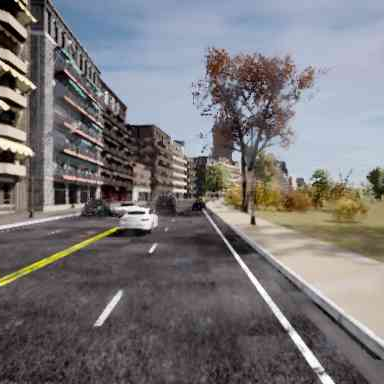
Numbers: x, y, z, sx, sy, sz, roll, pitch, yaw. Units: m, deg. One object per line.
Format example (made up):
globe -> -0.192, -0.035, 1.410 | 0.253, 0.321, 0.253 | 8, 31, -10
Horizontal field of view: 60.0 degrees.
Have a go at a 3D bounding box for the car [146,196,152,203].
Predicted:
car -> -9.117, 1.727, 76.479 | 2.097, 1.767, 4.553 | 0, 0, 3

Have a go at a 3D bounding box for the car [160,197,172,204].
car -> -5.873, 1.895, 76.266 | 2.128, 1.511, 4.902 | 0, 0, 3

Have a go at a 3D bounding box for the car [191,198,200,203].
car -> 0.956, 2.047, 81.821 | 1.895, 1.301, 4.718 | 0, -1, 4

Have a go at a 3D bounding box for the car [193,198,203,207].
car -> 1.092, 1.955, 63.135 | 1.812, 1.442, 4.674 | 0, 0, 1

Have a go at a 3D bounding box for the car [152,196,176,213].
car -> -3.149, 1.493, 40.585 | 2.150, 2.045, 5.566 | 0, 0, 0

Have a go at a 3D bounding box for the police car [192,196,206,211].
police car -> 0.974, 1.743, 47.385 | 1.930, 1.638, 5.238 | 0, 0, 0

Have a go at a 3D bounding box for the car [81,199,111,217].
car -> -9.834, 1.579, 34.395 | 2.097, 1.767, 4.553 | 0, 0, 0

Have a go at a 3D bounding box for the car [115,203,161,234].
car -> -3.153, 1.658, 20.193 | 1.812, 1.442, 4.674 | 0, 0, 0

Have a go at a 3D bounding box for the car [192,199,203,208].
car -> 0.994, 1.913, 57.218 | 1.812, 1.442, 4.674 | 0, 0, 1

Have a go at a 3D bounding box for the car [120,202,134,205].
car -> -6.585, 1.752, 34.225 | 1.812, 1.442, 4.674 | 0, 0, 0
